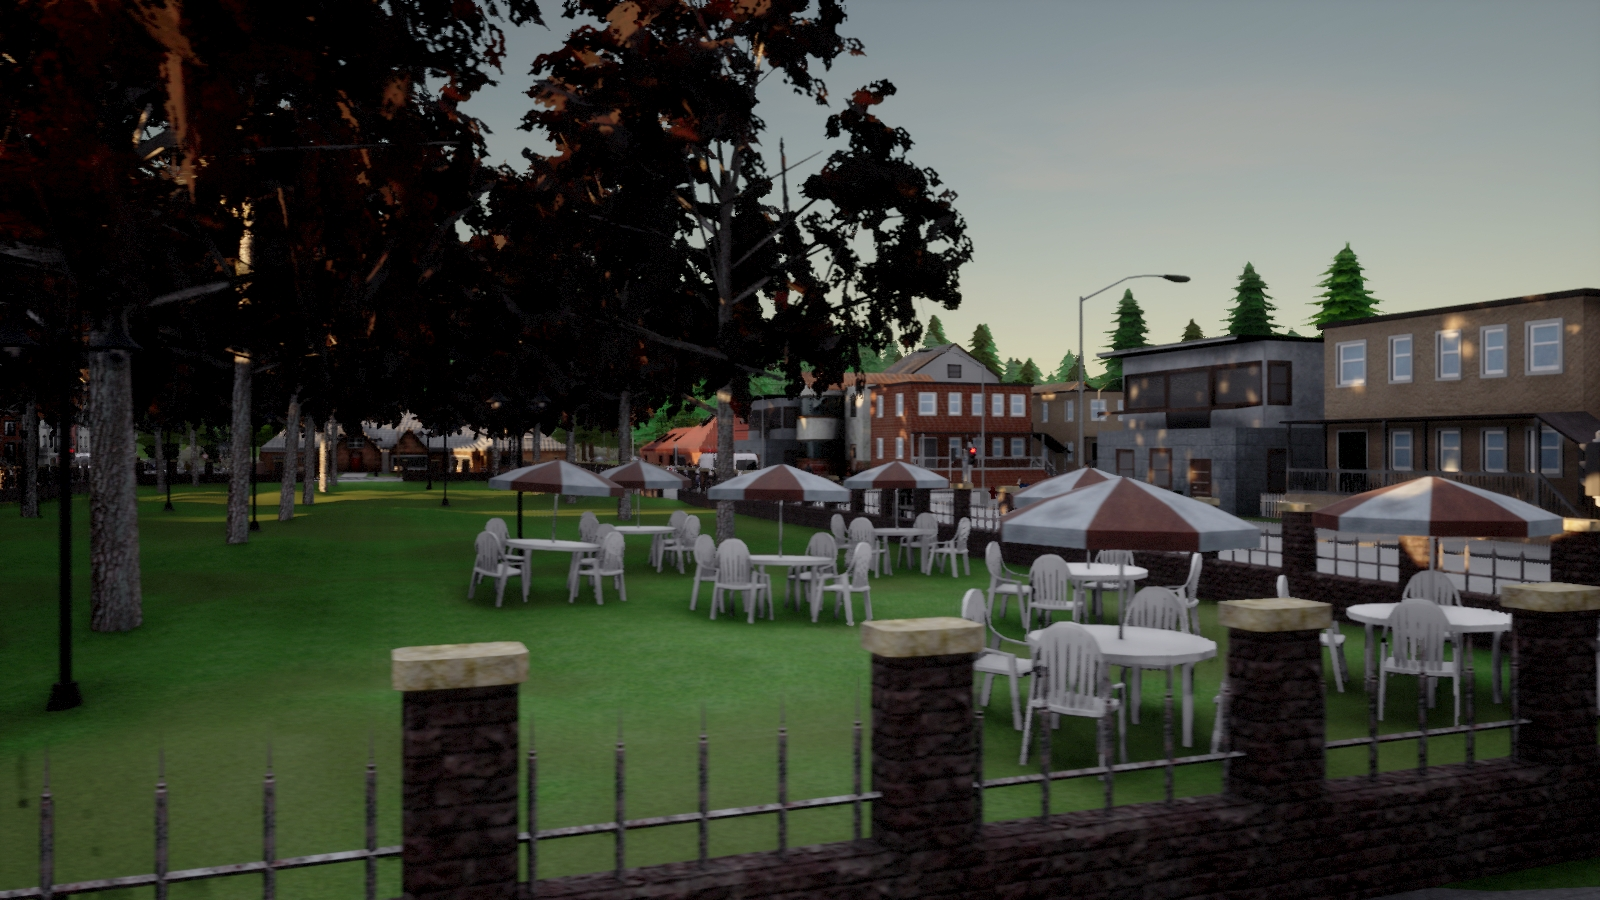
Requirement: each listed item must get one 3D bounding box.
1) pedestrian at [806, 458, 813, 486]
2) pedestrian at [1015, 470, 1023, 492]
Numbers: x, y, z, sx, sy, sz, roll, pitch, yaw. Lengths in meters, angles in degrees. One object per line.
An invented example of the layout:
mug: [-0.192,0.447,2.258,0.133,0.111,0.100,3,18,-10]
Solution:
pedestrian: [0.647,1.516,78.852,0.375,1.860,0.375,0,0,16]
pedestrian: [12.983,1.824,67.787,0.375,1.300,0.375,0,0,-6]
